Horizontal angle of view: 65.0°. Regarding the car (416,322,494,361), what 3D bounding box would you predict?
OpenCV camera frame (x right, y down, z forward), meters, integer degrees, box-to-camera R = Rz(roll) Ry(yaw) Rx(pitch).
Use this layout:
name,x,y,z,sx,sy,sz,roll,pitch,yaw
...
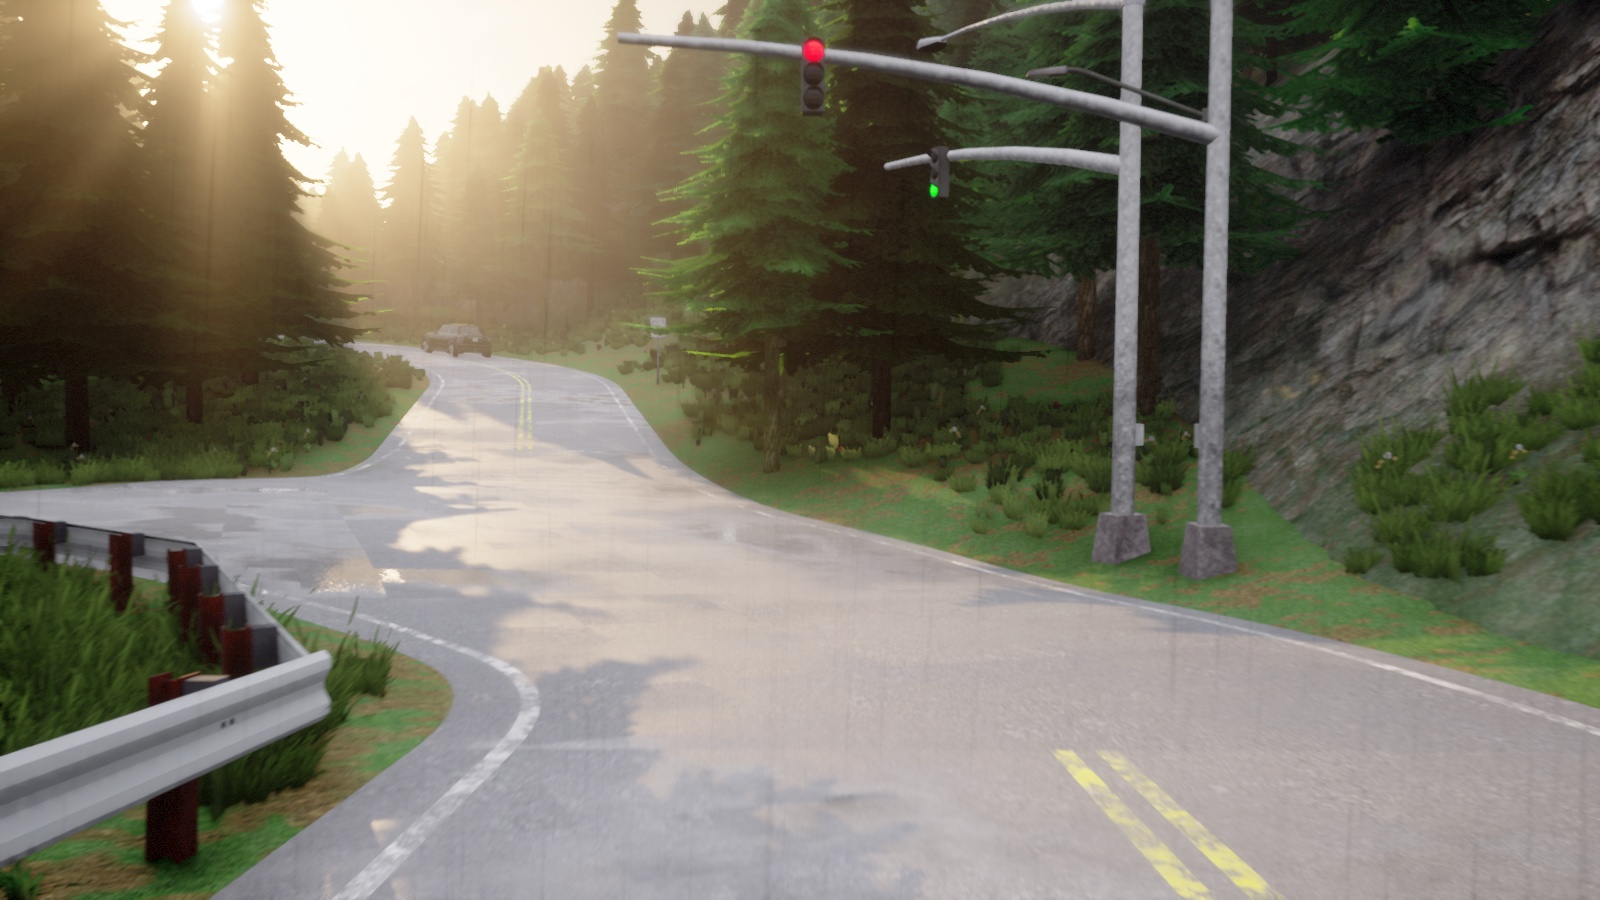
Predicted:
name,x,y,z,sx,sy,sz,roll,pitch,yaw
car,-18.153,-5.730,65.922,2.097,1.767,4.553,-3,9,-41
